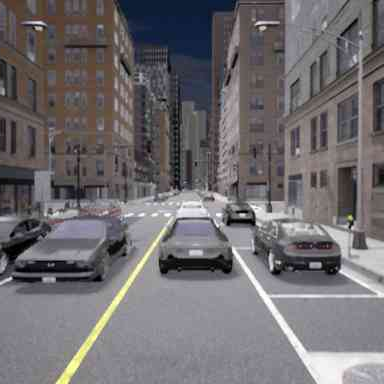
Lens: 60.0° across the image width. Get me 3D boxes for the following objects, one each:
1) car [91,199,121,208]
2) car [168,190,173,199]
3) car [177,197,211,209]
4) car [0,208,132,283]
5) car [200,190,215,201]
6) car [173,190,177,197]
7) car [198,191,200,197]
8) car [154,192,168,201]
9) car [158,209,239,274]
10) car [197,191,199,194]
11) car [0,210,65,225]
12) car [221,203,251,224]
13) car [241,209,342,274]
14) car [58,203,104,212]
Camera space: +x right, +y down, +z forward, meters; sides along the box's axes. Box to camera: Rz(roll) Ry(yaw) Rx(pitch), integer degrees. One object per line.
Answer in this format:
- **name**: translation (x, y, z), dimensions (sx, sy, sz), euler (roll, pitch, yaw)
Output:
- **car**: translation (-5.665, 1.191, 20.869), dimensions (1.967, 1.590, 4.097), euler (0, 1, 0)
- **car**: translation (-5.605, 0.789, 68.787), dimensions (2.008, 1.369, 4.403), euler (0, 1, 0)
- **car**: translation (0.039, 1.286, 20.088), dimensions (1.812, 1.442, 4.674), euler (0, 1, 1)
- **car**: translation (-2.996, 1.431, 9.642), dimensions (2.033, 1.411, 5.357), euler (0, 1, 0)
- **car**: translation (2.898, 0.786, 57.955), dimensions (1.967, 1.590, 4.097), euler (0, 1, 0)
- **car**: translation (-5.575, 0.617, 84.842), dimensions (1.752, 1.417, 4.829), euler (0, 0, 0)
- **car**: translation (2.919, 0.788, 68.774), dimensions (2.008, 1.369, 4.403), euler (0, 1, 0)
- **car**: translation (-5.627, 0.928, 57.971), dimensions (1.802, 1.307, 4.206), euler (0, 1, 0)
- **car**: translation (0.081, 1.440, 10.194), dimensions (1.994, 1.385, 4.181), euler (0, 1, 0)
- **car**: translation (2.939, 0.577, 79.590), dimensions (1.967, 1.590, 4.097), euler (0, 0, 0)
- **car**: translation (-5.666, 1.447, 9.868), dimensions (1.947, 1.339, 4.313), euler (0, 1, 0)
- **car**: translation (2.860, 1.316, 20.869), dimensions (1.947, 1.339, 4.313), euler (0, 1, 0)
- **car**: translation (2.859, 1.431, 9.867), dimensions (2.008, 1.369, 4.403), euler (0, 1, 0)
- **car**: translation (-5.666, 1.398, 15.369), dimensions (1.802, 1.307, 4.206), euler (0, 1, 0)
